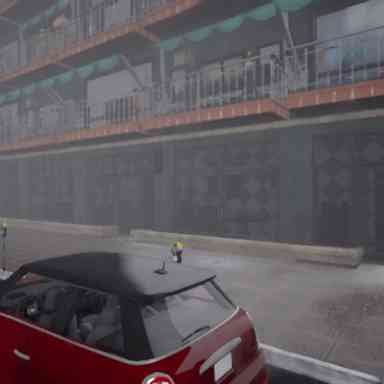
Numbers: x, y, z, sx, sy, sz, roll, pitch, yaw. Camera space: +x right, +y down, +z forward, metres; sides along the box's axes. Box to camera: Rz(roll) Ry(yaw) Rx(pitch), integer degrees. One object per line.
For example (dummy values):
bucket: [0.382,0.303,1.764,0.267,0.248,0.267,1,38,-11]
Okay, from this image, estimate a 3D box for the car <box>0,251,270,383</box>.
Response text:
car: [-1.329,1.429,3.815,4.097,1.590,1.967,0,0,35]
